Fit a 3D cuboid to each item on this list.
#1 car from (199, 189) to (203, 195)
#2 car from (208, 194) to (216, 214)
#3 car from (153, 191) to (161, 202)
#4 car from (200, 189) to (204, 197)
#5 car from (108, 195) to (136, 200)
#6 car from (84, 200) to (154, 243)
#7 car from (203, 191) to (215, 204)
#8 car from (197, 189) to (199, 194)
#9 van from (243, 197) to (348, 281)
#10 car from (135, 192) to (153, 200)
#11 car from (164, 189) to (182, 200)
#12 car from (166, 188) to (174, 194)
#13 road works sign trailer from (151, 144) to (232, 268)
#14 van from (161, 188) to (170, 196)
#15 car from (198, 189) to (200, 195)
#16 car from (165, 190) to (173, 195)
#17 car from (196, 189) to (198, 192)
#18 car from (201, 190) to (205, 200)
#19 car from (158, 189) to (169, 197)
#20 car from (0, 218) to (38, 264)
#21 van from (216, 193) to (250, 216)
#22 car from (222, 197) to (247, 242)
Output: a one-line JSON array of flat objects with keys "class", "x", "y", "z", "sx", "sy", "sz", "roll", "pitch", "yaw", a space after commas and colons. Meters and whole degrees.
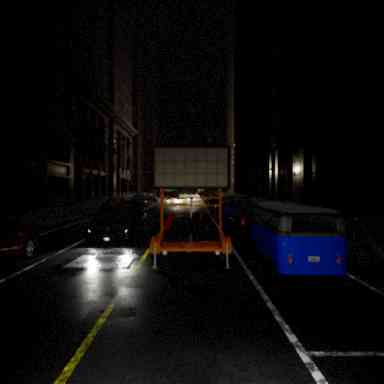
[{"class": "car", "x": 2.557, "y": 0.631, "z": 54.074, "sx": 1.887, "sy": 1.381, "sz": 4.507, "roll": 1, "pitch": 1, "yaw": 0}, {"class": "car", "x": 2.618, "y": 1.120, "z": 25.955, "sx": 2.008, "sy": 1.369, "sz": 4.403, "roll": 1, "pitch": 1, "yaw": 0}, {"class": "car", "x": -5.956, "y": 0.713, "z": 48.255, "sx": 1.752, "sy": 1.417, "sz": 4.829, "roll": 1, "pitch": 1, "yaw": 0}, {"class": "car", "x": 2.569, "y": 0.729, "z": 48.449, "sx": 1.887, "sy": 1.381, "sz": 4.507, "roll": 1, "pitch": 1, "yaw": 0}, {"class": "car", "x": -5.907, "y": 1.114, "z": 25.931, "sx": 1.887, "sy": 1.381, "sz": 4.507, "roll": 1, "pitch": 1, "yaw": 0}, {"class": "car", "x": -3.132, "y": 1.302, "z": 14.862, "sx": 2.033, "sy": 1.411, "sz": 5.357, "roll": 0, "pitch": 1, "yaw": 0}, {"class": "car", "x": 2.594, "y": 0.929, "z": 37.202, "sx": 2.008, "sy": 1.369, "sz": 4.403, "roll": 1, "pitch": 1, "yaw": 0}, {"class": "car", "x": 2.531, "y": 0.452, "z": 65.323, "sx": 1.947, "sy": 1.339, "sz": 4.313, "roll": 1, "pitch": 1, "yaw": 0}, {"class": "van", "x": 2.657, "y": 1.191, "z": 9.079, "sx": 1.690, "sy": 1.788, "sz": 3.998, "roll": 1, "pitch": 1, "yaw": 0}, {"class": "car", "x": -5.932, "y": 0.930, "z": 37.178, "sx": 2.008, "sy": 1.369, "sz": 4.403, "roll": 1, "pitch": 1, "yaw": 0}, {"class": "car", "x": -3.191, "y": 0.503, "z": 57.487, "sx": 1.882, "sy": 1.535, "sz": 5.008, "roll": 0, "pitch": 1, "yaw": 0}, {"class": "car", "x": -6.055, "y": -0.181, "z": 93.412, "sx": 1.967, "sy": 1.590, "sz": 4.097, "roll": 1, "pitch": 1, "yaw": 0}, {"class": "road works sign trailer", "x": -0.023, "y": 0.290, "z": 10.519, "sx": 2.380, "sy": 3.560, "sz": 2.880, "roll": 0, "pitch": 1, "yaw": 0}, {"class": "van", "x": -6.016, "y": 0.026, "z": 76.540, "sx": 1.690, "sy": 1.788, "sz": 3.998, "roll": 1, "pitch": 1, "yaw": 0}, {"class": "car", "x": 2.544, "y": 0.531, "z": 59.697, "sx": 1.887, "sy": 1.381, "sz": 4.507, "roll": 1, "pitch": 1, "yaw": 0}, {"class": "car", "x": -6.044, "y": 0.047, "z": 87.791, "sx": 1.947, "sy": 1.339, "sz": 4.313, "roll": 1, "pitch": 1, "yaw": 0}, {"class": "car", "x": 2.495, "y": 0.127, "z": 82.193, "sx": 1.887, "sy": 1.381, "sz": 4.507, "roll": 1, "pitch": 1, "yaw": 0}, {"class": "car", "x": 2.581, "y": 0.826, "z": 42.826, "sx": 1.887, "sy": 1.381, "sz": 4.507, "roll": 1, "pitch": 1, "yaw": 0}, {"class": "car", "x": -6.005, "y": 0.226, "z": 70.918, "sx": 1.967, "sy": 1.590, "sz": 4.097, "roll": 1, "pitch": 1, "yaw": 0}, {"class": "car", "x": -5.870, "y": 1.395, "z": 9.060, "sx": 1.887, "sy": 1.381, "sz": 4.507, "roll": 1, "pitch": 1, "yaw": 0}, {"class": "van", "x": 2.633, "y": 1.004, "z": 20.328, "sx": 1.690, "sy": 1.788, "sz": 3.998, "roll": 1, "pitch": 1, "yaw": 0}, {"class": "car", "x": 2.644, "y": 1.197, "z": 14.704, "sx": 1.967, "sy": 1.590, "sz": 4.097, "roll": 1, "pitch": 1, "yaw": 0}]
